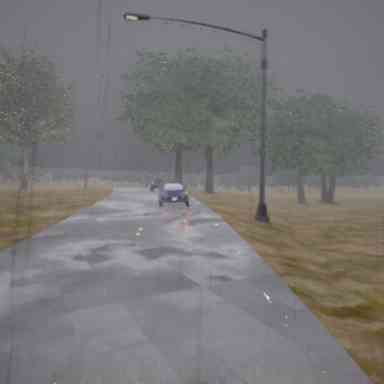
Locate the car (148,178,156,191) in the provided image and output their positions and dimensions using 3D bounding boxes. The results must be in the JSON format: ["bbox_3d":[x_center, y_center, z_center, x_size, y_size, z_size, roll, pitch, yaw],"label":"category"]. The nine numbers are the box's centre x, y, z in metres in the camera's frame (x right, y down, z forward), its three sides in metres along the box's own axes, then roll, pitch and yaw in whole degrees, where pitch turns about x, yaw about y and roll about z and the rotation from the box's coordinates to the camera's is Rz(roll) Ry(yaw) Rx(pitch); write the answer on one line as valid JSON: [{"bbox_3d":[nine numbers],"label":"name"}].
[{"bbox_3d":[-4.140,-0.862,39.657,1.837,1.490,4.892,0,2,-12],"label":"car"}]

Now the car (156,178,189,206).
[{"bbox_3d":[-1.246,0.012,21.712,1.812,1.442,4.674,-3,6,-5],"label":"car"}]
